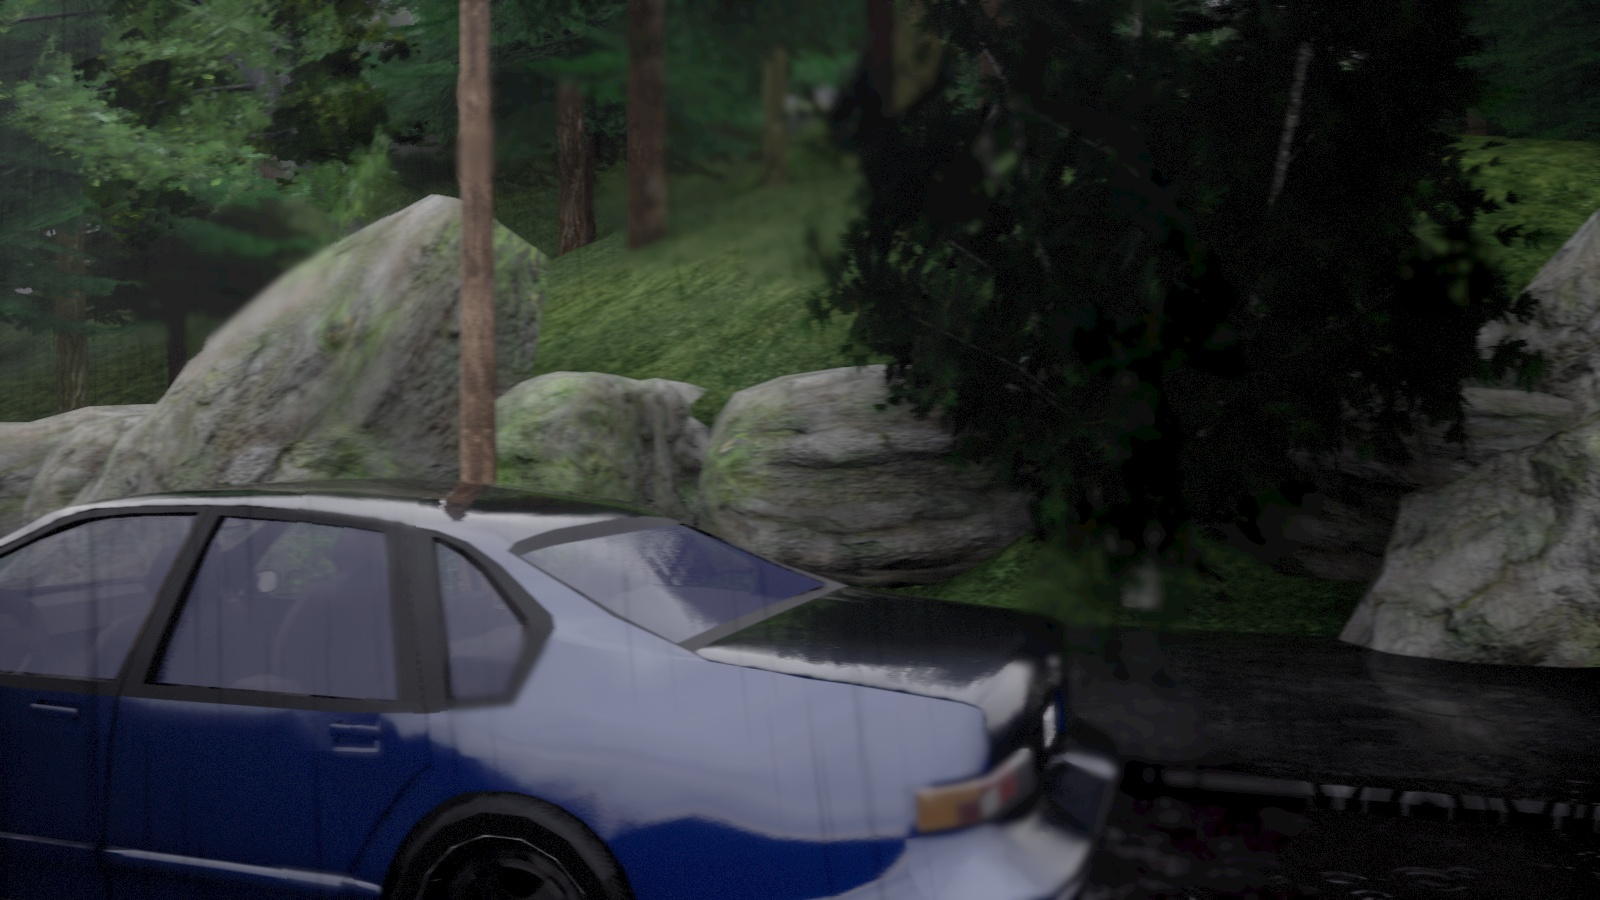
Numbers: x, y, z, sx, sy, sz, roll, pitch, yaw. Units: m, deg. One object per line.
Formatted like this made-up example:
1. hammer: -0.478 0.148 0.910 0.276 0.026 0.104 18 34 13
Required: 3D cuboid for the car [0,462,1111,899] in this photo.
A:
1. car: -1.772 0.798 4.315 5.357 1.411 2.033 1 1 19
